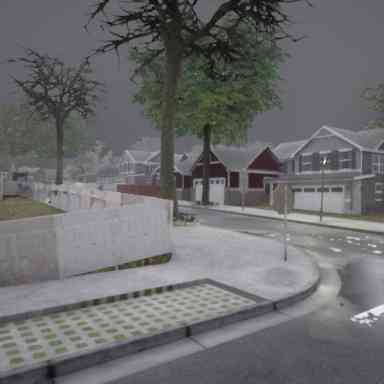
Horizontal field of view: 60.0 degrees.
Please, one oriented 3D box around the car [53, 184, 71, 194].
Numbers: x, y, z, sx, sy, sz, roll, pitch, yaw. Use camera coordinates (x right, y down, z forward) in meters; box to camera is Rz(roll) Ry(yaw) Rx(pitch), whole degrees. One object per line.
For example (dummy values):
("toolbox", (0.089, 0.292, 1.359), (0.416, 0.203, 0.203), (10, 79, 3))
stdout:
("car", (-18.527, -0.474, 46.747), (1.812, 1.442, 4.674), (1, 2, -35))
